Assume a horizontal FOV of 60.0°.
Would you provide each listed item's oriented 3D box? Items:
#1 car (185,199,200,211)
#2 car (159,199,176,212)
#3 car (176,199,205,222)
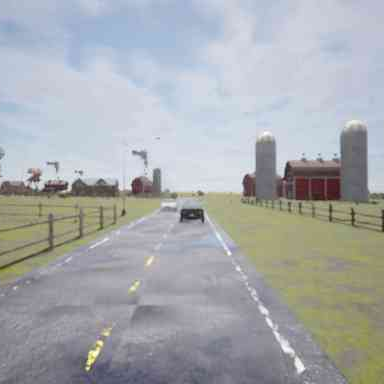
[{"bbox_3d":[0.073,1.633,43.632,1.994,1.385,4.181,0,0,0],"label":"car"},{"bbox_3d":[-2.774,1.589,40.165,1.812,1.442,4.674,0,0,1],"label":"car"},{"bbox_3d":[0.021,1.518,26.469,1.882,1.535,5.008,0,0,1],"label":"car"}]
